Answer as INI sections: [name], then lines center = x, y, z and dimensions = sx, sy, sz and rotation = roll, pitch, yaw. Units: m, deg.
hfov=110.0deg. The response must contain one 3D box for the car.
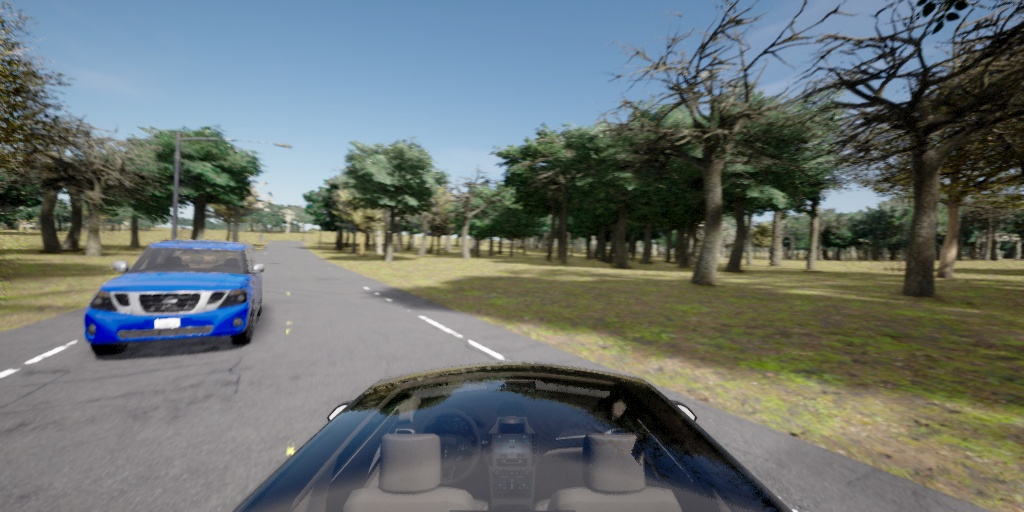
[car]
center = -7.126, 0.677, 8.242
dimensions = 2.150, 2.045, 5.566
rotation = 2, 0, -32
